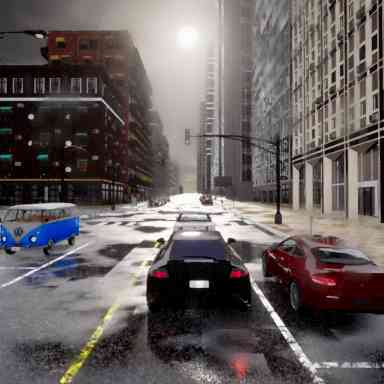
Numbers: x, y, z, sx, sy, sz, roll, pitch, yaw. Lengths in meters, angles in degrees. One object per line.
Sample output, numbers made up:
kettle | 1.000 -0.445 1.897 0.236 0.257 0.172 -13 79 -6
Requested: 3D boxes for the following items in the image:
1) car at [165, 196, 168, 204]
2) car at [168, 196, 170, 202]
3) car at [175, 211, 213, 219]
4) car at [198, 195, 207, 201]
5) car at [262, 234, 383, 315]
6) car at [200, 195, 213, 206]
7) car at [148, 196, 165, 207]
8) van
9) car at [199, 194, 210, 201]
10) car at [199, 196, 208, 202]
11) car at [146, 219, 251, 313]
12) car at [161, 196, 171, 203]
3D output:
car | -5.676 1.564 56.559 2.008 1.369 4.403 1 0 0
car | -5.676 1.580 62.213 1.947 1.339 4.313 1 0 0
car | 0.096 1.606 16.584 1.895 1.301 4.718 0 0 0
car | 2.706 1.569 84.834 2.008 1.369 4.403 1 0 0
car | 2.701 1.584 7.303 1.802 1.307 4.206 1 0 0
car | 2.704 1.595 56.561 1.802 1.307 4.206 1 0 0
car | -5.676 1.563 50.904 2.008 1.369 4.403 1 0 0
van | -5.762 1.345 12.988 1.690 1.788 3.998 1 0 0
car | 2.708 1.330 62.215 2.192 1.841 5.009 1 0 0
car | 2.705 1.599 79.179 1.802 1.307 4.206 1 0 0
car | 0.104 1.566 7.766 1.994 1.385 4.181 0 0 -1
car | -5.675 1.598 73.523 1.802 1.307 4.206 1 0 0
